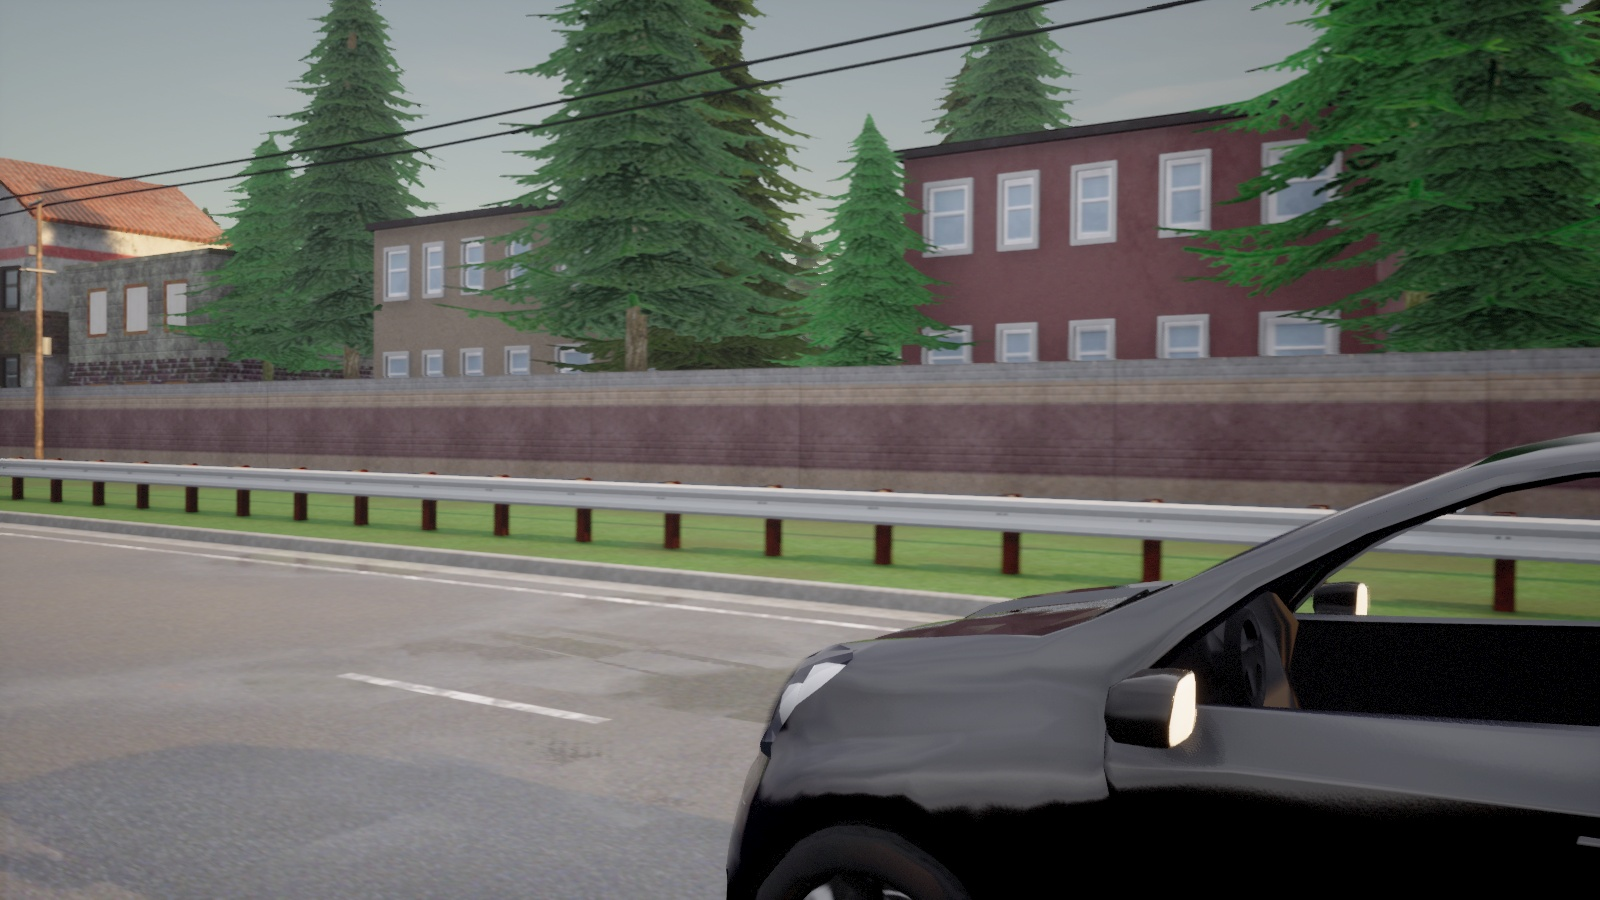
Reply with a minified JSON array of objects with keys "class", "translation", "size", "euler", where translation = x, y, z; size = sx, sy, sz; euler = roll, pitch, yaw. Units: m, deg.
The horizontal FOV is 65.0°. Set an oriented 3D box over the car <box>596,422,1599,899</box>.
[{"class":"car","translation":[1.574,0.696,2.578],"size":[3.633,1.501,1.845],"euler":[0,1,34]}]
